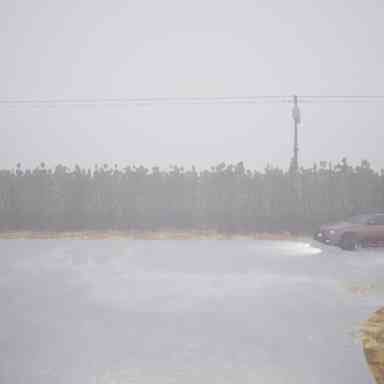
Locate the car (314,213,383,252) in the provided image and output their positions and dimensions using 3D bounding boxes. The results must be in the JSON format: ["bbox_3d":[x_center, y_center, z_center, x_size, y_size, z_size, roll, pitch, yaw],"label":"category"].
[{"bbox_3d":[7.131,1.539,13.293,4.181,1.385,1.994,0,0,1],"label":"car"}]
